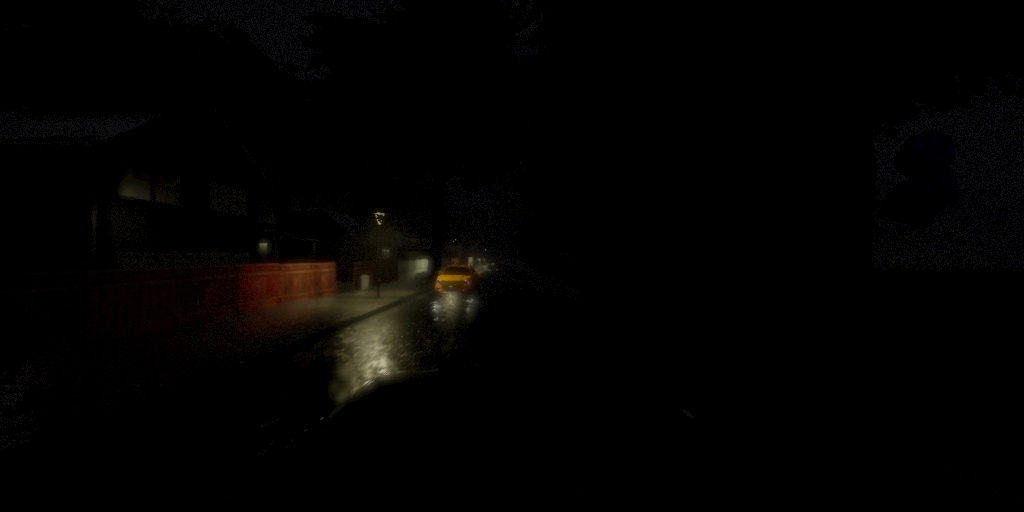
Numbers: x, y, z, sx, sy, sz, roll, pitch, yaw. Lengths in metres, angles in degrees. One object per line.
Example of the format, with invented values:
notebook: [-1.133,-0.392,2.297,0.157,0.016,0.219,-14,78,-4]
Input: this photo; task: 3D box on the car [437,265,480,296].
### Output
car: [-2.856,1.261,19.866,1.882,1.535,5.008,0,0,0]

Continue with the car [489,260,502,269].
car: [-2.812,1.394,60.468,2.128,1.511,4.902,0,0,1]
